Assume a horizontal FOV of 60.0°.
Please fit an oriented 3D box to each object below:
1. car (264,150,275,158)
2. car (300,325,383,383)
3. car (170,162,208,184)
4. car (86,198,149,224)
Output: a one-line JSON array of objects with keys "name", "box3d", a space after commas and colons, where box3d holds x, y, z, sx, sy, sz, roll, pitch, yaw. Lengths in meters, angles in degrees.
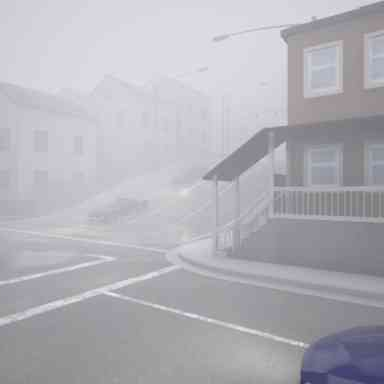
[{"name": "car", "box3d": [9.682, -5.487, 45.649, 1.882, 1.535, 5.008, 0, 8, 36]}, {"name": "car", "box3d": [2.981, 1.526, 1.838, 4.674, 1.442, 1.812, 0, 0, 36]}, {"name": "car", "box3d": [-0.235, -1.910, 31.670, 1.837, 1.490, 4.892, 0, 18, 35]}, {"name": "car", "box3d": [-5.360, 1.253, 24.187, 1.895, 1.301, 4.718, 0, 12, 34]}]
